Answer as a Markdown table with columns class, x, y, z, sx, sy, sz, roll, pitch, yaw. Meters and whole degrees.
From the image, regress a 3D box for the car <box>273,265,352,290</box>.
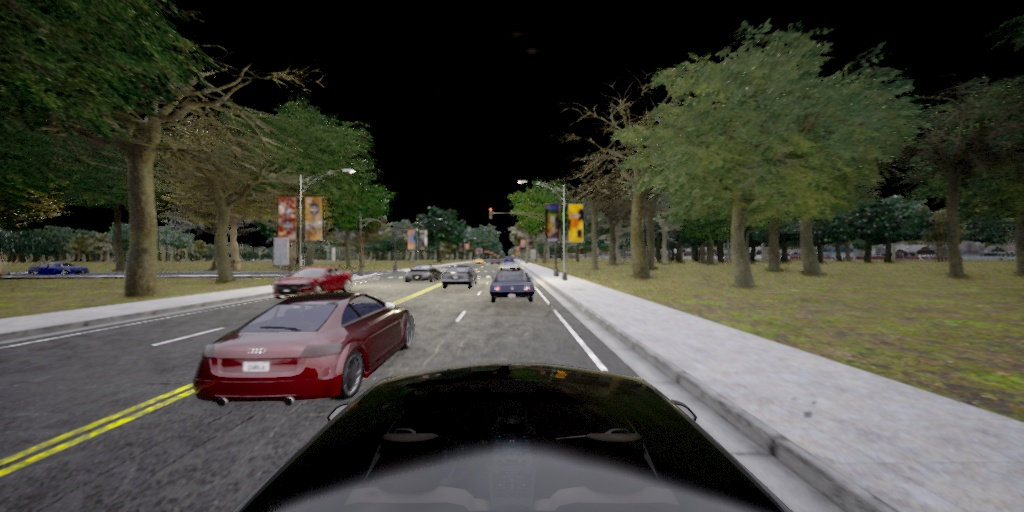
| class | x | y | z | sx | sy | sz | roll | pitch | yaw |
| --- | --- | --- | --- | --- | --- | --- | --- | --- | --- |
| car | -9.959 | 1.268 | 18.313 | 1.882 | 1.535 | 5.008 | 0 | 0 | 0 |

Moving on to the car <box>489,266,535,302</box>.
| class | x | y | z | sx | sy | sz | roll | pitch | yaw |
| --- | --- | --- | --- | --- | --- | --- | --- | --- | --- |
| car | -0.005 | 1.341 | 16.768 | 1.895 | 1.301 | 4.718 | 0 | 0 | 0 |

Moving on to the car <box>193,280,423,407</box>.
| class | x | y | z | sx | sy | sz | roll | pitch | yaw |
| --- | --- | --- | --- | --- | --- | --- | --- | --- | --- |
| car | -3.174 | 1.328 | 6.439 | 1.994 | 1.385 | 4.181 | 0 | 0 | 0 |

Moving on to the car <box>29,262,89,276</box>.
| class | x | y | z | sx | sy | sz | roll | pitch | yaw |
| --- | --- | --- | --- | --- | --- | --- | --- | --- | --- |
| car | -48.590 | 1.414 | 38.533 | 5.008 | 1.535 | 1.882 | 0 | 0 | 0 |

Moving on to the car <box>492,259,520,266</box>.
| class | x | y | z | sx | sy | sz | roll | pitch | yaw |
| --- | --- | --- | --- | --- | --- | --- | --- | --- | --- |
| car | -0.106 | 1.227 | 26.802 | 2.128 | 1.511 | 4.902 | 0 | 0 | 1 |

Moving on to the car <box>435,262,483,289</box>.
| class | x | y | z | sx | sy | sz | roll | pitch | yaw |
| --- | --- | --- | --- | --- | --- | --- | --- | --- | --- |
| car | -3.308 | 1.301 | 23.395 | 2.033 | 1.411 | 5.357 | 0 | 0 | 0 |

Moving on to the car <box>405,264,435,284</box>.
| class | x | y | z | sx | sy | sz | roll | pitch | yaw |
| --- | --- | --- | --- | --- | --- | --- | --- | --- | --- |
| car | -6.739 | 1.335 | 27.437 | 1.994 | 1.385 | 4.181 | 0 | 0 | 0 |
